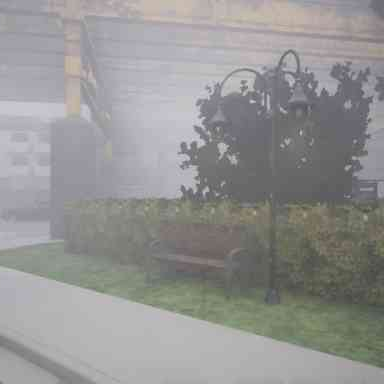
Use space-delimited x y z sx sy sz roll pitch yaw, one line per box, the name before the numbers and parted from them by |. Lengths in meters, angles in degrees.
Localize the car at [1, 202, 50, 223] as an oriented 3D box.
car | -11.628 1.478 25.207 5.008 1.535 1.882 0 0 -9
